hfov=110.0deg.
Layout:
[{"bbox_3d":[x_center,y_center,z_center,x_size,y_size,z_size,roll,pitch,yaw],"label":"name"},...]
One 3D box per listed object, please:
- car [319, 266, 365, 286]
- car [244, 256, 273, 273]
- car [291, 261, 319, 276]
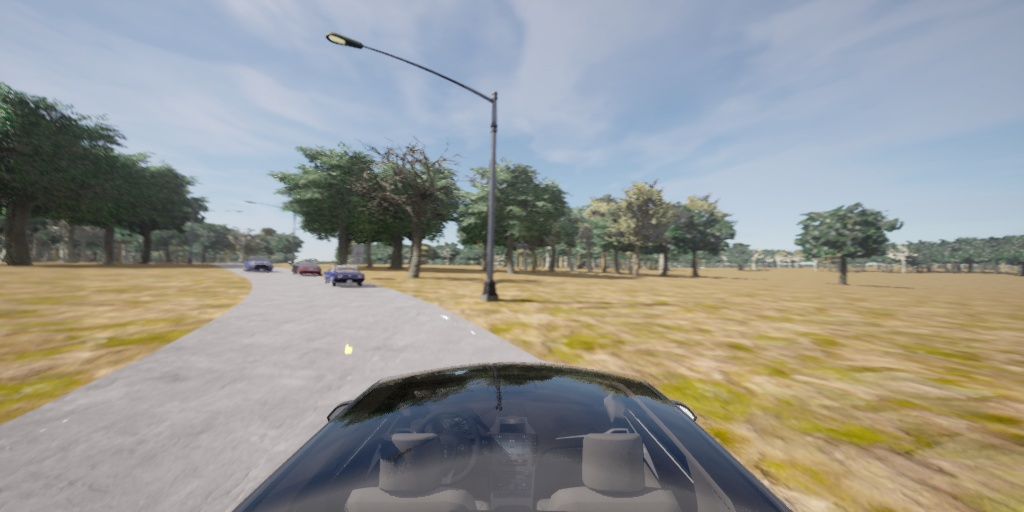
[{"bbox_3d":[-11.533,1.307,24.459,1.895,1.301,4.718,2,-1,-36],"label":"car"},{"bbox_3d":[-26.445,0.782,37.432,2.097,1.767,4.553,3,-1,-42],"label":"car"},{"bbox_3d":[-20.006,1.149,34.849,1.994,1.385,4.181,3,-1,-42],"label":"car"}]
